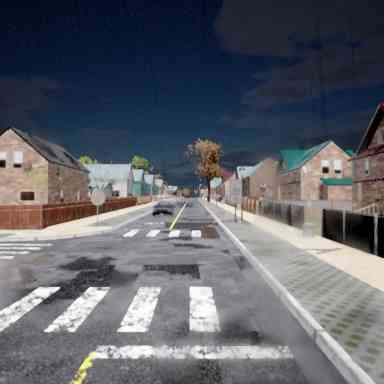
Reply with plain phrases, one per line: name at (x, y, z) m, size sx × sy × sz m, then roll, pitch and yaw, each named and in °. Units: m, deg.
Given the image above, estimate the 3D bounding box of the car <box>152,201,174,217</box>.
car at (-2.682, 1.582, 32.067) m, size 2.033 × 1.411 × 5.357 m, roll 0°, pitch 0°, yaw 0°
